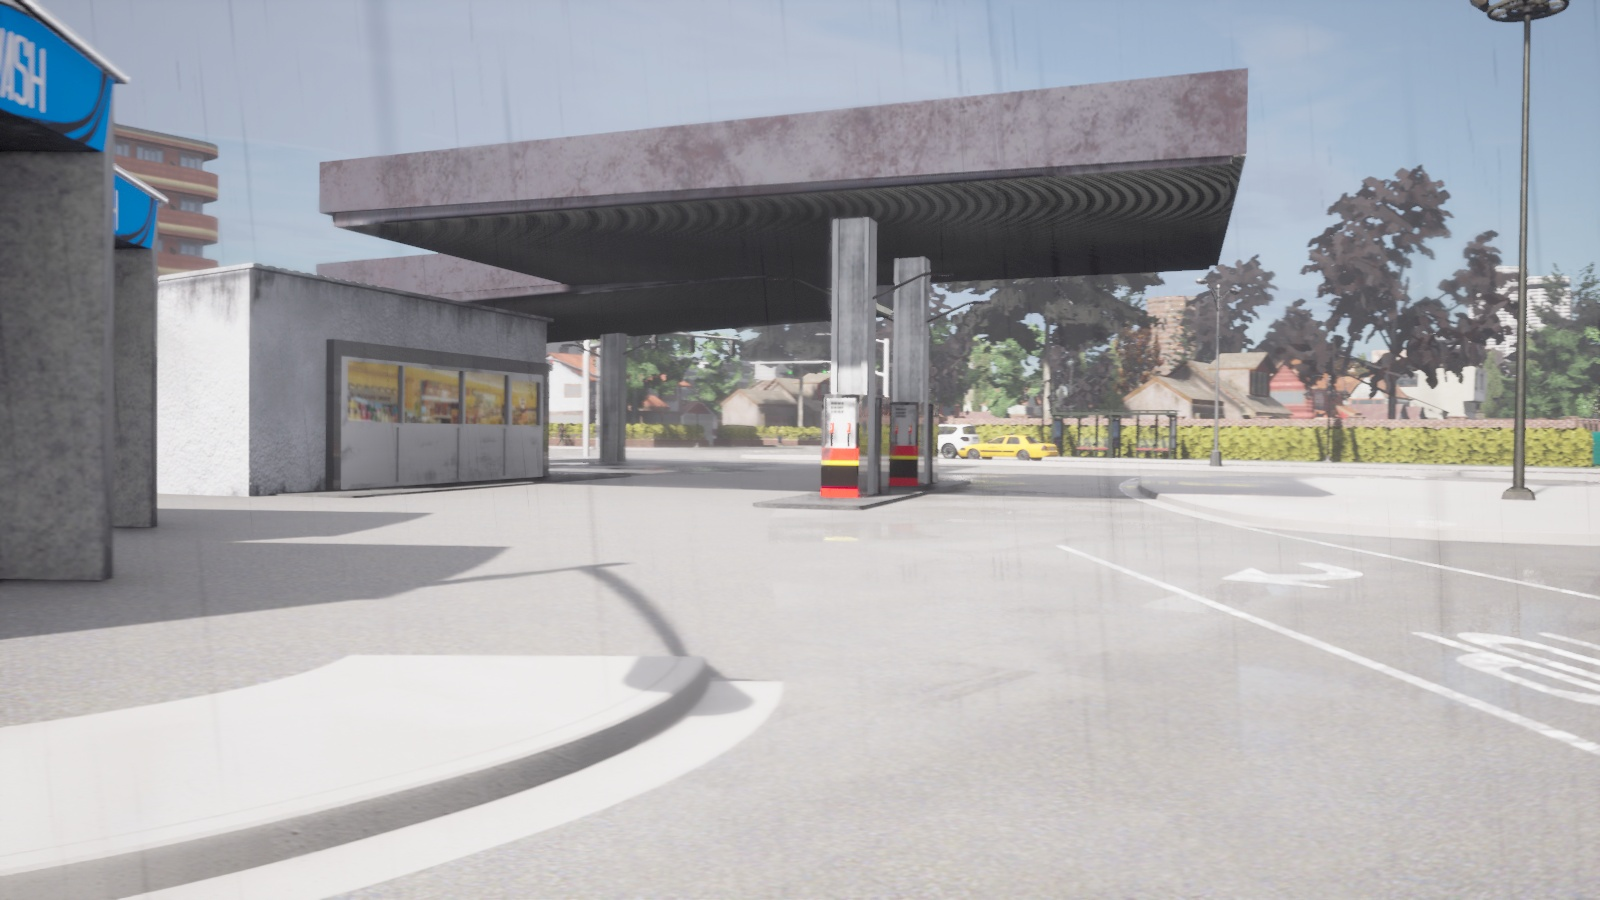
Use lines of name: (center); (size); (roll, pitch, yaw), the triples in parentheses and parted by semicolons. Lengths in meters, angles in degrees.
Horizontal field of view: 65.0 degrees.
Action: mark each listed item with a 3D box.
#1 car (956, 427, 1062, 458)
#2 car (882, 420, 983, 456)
car: (11.161, -0.398, 67.309); (5.366, 1.575, 1.801); (0, 1, 35)
car: (7.787, -0.680, 73.919); (5.566, 2.045, 2.150); (0, 1, 35)
